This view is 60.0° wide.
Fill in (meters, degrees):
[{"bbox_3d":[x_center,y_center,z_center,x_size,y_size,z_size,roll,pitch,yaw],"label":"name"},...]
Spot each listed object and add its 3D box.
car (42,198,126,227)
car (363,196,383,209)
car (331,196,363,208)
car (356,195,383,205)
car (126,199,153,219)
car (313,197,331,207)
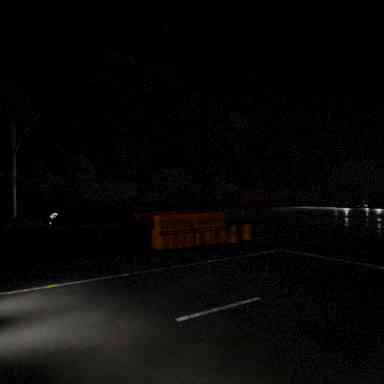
[{"bbox_3d":[-6.800,1.346,20.640,4.553,1.767,2.097,0,0,-36],"label":"car"},{"bbox_3d":[24.586,1.330,43.048,4.892,1.490,1.837,0,0,-35],"label":"car"},{"bbox_3d":[21.518,1.336,45.158,4.892,1.490,1.837,0,0,-35],"label":"car"},{"bbox_3d":[29.714,1.323,55.268,5.357,1.411,2.033,0,0,-35],"label":"car"},{"bbox_3d":[-5.282,1.501,26.024,4.674,1.442,1.812,0,0,-36],"label":"car"},{"bbox_3d":[19.572,1.432,48.069,4.718,1.301,1.895,0,0,-35],"label":"car"}]
